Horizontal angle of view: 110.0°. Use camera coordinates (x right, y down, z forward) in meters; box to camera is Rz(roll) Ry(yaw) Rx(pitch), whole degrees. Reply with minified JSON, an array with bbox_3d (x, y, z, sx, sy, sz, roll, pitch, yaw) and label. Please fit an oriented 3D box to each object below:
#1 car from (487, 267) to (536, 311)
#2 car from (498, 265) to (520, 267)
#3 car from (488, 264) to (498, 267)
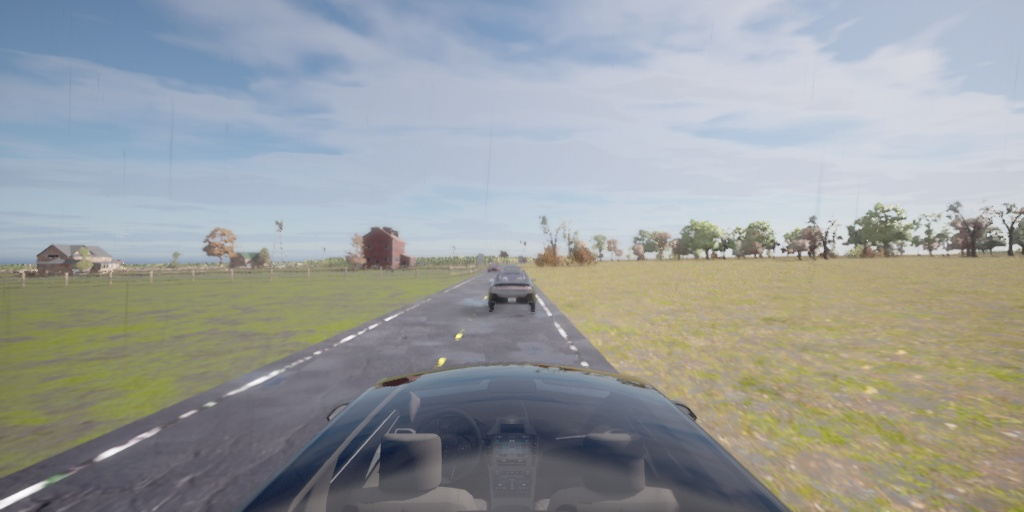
[{"bbox_3d":[0.016,1.392,15.319,2.128,1.511,4.902,0,0,0],"label":"car"},{"bbox_3d":[0.015,1.572,30.312,1.837,1.490,4.892,0,0,0],"label":"car"},{"bbox_3d":[-2.769,1.920,56.274,1.994,1.385,4.181,0,-1,0],"label":"car"}]
